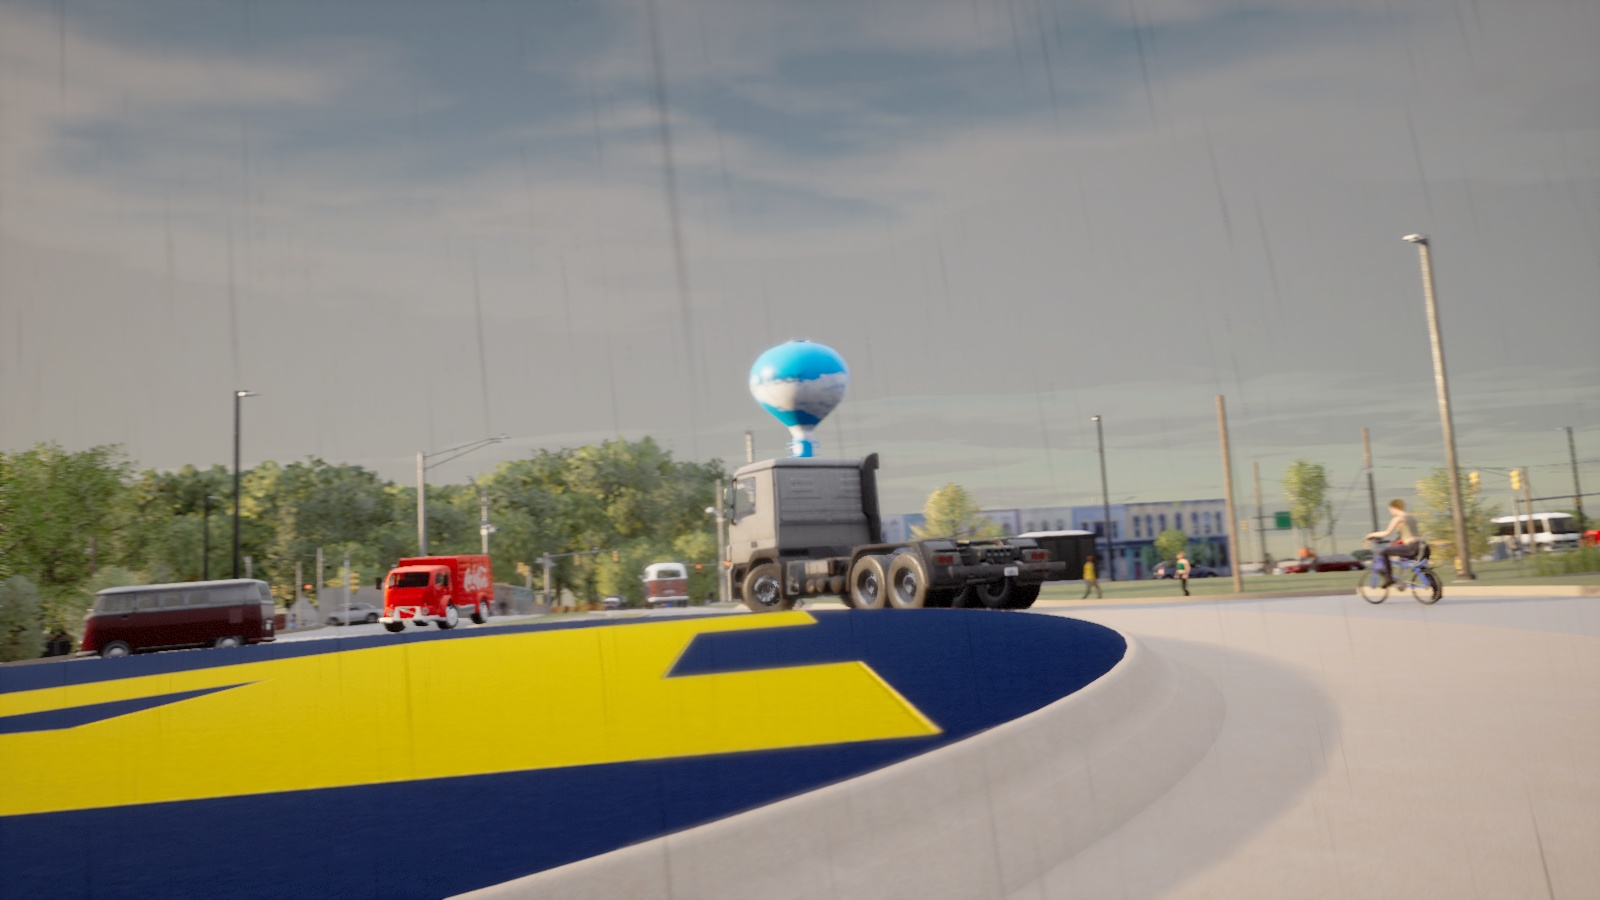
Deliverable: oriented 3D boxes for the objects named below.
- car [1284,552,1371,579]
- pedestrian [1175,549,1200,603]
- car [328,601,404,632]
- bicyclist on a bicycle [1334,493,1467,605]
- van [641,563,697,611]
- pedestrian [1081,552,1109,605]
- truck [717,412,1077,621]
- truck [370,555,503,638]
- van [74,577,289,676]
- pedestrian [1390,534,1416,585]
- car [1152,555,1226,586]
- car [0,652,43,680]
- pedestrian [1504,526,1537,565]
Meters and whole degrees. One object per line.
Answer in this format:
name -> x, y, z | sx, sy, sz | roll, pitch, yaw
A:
car -> 33.737, 7.370, 80.315 | 4.718, 1.301, 1.895 | -3, -8, -11
pedestrian -> 13.661, 4.436, 44.296 | 0.594, 1.836, 0.345 | -2, -8, -11
car -> -26.097, 10.017, 75.579 | 3.806, 1.475, 1.970 | -7, -8, 6
bicyclist on a bicycle -> 9.122, 1.523, 19.153 | 0.866, 1.612, 1.509 | 0, -6, -23
van -> -6.078, 6.329, 57.853 | 2.069, 2.038, 4.480 | -2, -6, -11
pedestrian -> 10.510, 4.586, 44.758 | 0.726, 1.835, 0.370 | -2, -8, -10
truck -> 1.560, 1.565, 25.244 | 2.891, 3.462, 7.936 | 1, -7, -32
truck -> -12.523, 5.021, 43.715 | 2.627, 2.467, 5.204 | -3, -4, 6
van -> -15.316, 4.385, 31.301 | 4.442, 1.987, 1.775 | -4, -7, -10
pedestrian -> 22.315, 4.068, 46.493 | 0.594, 1.836, 0.345 | -2, -8, -7
car -> 24.578, 7.636, 79.415 | 3.988, 1.617, 1.851 | -3, -8, -4
car -> -50.035, 13.545, 77.913 | 4.892, 1.490, 1.837 | -4, -8, -6
pedestrian -> 35.558, 4.713, 61.994 | 0.874, 1.855, 0.900 | -4, -8, 3
